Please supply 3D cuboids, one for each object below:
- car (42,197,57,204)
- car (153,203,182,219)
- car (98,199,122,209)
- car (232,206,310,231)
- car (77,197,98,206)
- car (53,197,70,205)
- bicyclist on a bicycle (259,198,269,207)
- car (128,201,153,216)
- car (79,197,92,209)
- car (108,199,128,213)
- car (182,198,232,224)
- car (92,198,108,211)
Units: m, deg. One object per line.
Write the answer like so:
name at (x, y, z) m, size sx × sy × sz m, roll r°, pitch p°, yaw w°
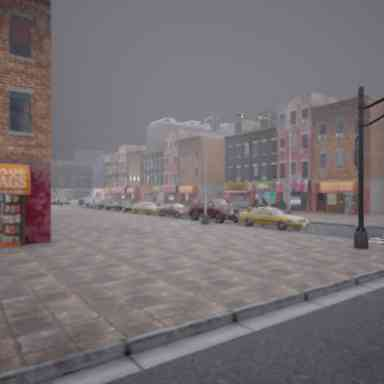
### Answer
car at (-29.995, 1.754, 69.790) m, size 1.947 × 1.339 × 4.313 m, roll 0°, pitch 0°, yaw -36°
car at (-1.447, 1.636, 29.881) m, size 1.802 × 1.307 × 4.206 m, roll 0°, pitch 0°, yaw -36°
car at (-12.330, 1.718, 49.798) m, size 1.895 × 1.301 × 4.718 m, roll 0°, pitch 0°, yaw -36°
car at (4.995, 1.550, 20.874) m, size 1.752 × 1.417 × 4.829 m, roll 0°, pitch 0°, yaw -36°
car at (-18.326, 1.623, 58.179) m, size 1.882 × 1.535 × 5.008 m, roll 0°, pitch 0°, yaw -36°
car at (-23.651, 1.709, 60.922) m, size 2.008 × 1.369 × 4.403 m, roll 0°, pitch 0°, yaw -36°
bicyclist on a bicycle at (6.274, 1.345, 28.791) m, size 1.656 × 1.620 × 0.582 m, roll 0°, pitch 0°, yaw -36°
car at (-4.520, 1.593, 34.177) m, size 1.752 × 1.417 × 4.829 m, roll 0°, pitch 0°, yaw -36°
car at (-14.135, 1.664, 47.618) m, size 2.008 × 1.369 × 4.403 m, roll 0°, pitch 0°, yaw -36°
car at (-7.791, 1.649, 38.749) m, size 1.947 × 1.339 × 4.313 m, roll 0°, pitch 0°, yaw -36°
car at (1.724, 1.354, 25.447) m, size 2.192 × 1.841 × 5.009 m, roll 0°, pitch 0°, yaw -36°
car at (-10.963, 1.664, 43.184) m, size 1.947 × 1.339 × 4.313 m, roll 0°, pitch 0°, yaw -36°
